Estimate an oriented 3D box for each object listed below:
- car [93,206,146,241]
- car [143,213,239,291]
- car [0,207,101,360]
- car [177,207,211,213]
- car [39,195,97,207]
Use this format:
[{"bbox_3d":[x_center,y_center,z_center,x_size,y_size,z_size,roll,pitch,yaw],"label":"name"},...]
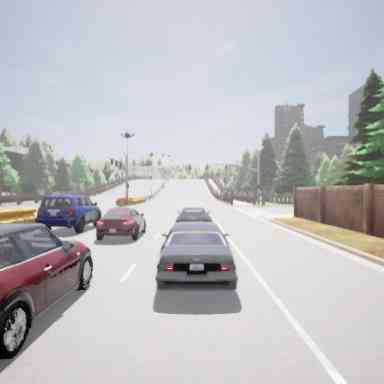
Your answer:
[{"bbox_3d":[-3.407,1.488,16.452,1.812,1.442,4.674,0,0,-1],"label":"car"},{"bbox_3d":[0.097,1.527,9.081,2.033,1.411,5.357,0,0,0],"label":"car"},{"bbox_3d":[-3.403,1.338,6.086,2.097,1.767,4.553,0,0,0],"label":"car"},{"bbox_3d":[0.096,1.522,18.404,1.994,1.385,4.181,0,0,0],"label":"car"},{"bbox_3d":[-6.905,1.178,19.239,2.150,2.045,5.566,0,0,0],"label":"car"}]
